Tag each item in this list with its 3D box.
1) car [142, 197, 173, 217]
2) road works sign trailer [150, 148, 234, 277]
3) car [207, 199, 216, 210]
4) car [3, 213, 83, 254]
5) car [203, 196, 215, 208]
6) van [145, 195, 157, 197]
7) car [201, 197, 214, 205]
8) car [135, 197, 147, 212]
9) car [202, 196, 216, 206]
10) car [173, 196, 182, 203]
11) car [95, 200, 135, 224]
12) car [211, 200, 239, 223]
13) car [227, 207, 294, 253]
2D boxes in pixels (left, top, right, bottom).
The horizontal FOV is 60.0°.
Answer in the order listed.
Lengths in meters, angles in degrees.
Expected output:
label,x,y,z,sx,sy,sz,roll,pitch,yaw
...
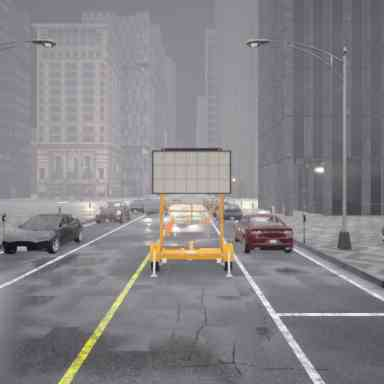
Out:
label,x,y,z,sx,sy,sz,roll,pitch,yaw
car,-3.132,1.496,31.074,1.837,1.490,4.892,0,0,0
road works sign trailer,-0.010,0.463,10.221,2.380,3.560,2.880,0,0,0
car,2.729,1.558,30.410,1.947,1.339,4.313,0,0,0
car,-5.779,1.564,13.476,1.947,1.339,4.313,0,0,0
car,2.716,1.509,41.862,1.752,1.417,4.829,0,0,0
van,-5.815,1.320,47.322,1.690,1.788,3.998,0,0,0
car,2.699,1.518,58.615,2.008,1.369,4.403,0,0,0
car,-5.803,1.554,36.041,1.947,1.339,4.313,0,0,0
car,2.704,1.414,52.974,1.967,1.590,4.097,0,0,0
car,-3.072,1.531,68.218,2.033,1.411,5.357,0,0,0
car,-5.791,1.435,24.758,1.967,1.590,4.097,0,0,0
car,2.735,1.546,24.770,2.008,1.369,4.403,0,0,0
car,2.747,1.543,13.488,1.887,1.381,4.507,0,0,0
